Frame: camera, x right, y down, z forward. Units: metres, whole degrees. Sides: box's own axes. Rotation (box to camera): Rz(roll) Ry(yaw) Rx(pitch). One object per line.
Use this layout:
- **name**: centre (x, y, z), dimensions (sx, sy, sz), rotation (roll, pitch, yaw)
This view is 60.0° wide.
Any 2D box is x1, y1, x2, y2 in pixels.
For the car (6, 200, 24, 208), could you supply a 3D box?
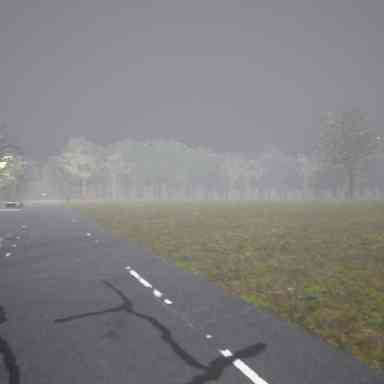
- **car**: centre (-27.944, 1.888, 52.687), dimensions (1.895, 1.301, 4.718), rotation (0, 0, -18)
